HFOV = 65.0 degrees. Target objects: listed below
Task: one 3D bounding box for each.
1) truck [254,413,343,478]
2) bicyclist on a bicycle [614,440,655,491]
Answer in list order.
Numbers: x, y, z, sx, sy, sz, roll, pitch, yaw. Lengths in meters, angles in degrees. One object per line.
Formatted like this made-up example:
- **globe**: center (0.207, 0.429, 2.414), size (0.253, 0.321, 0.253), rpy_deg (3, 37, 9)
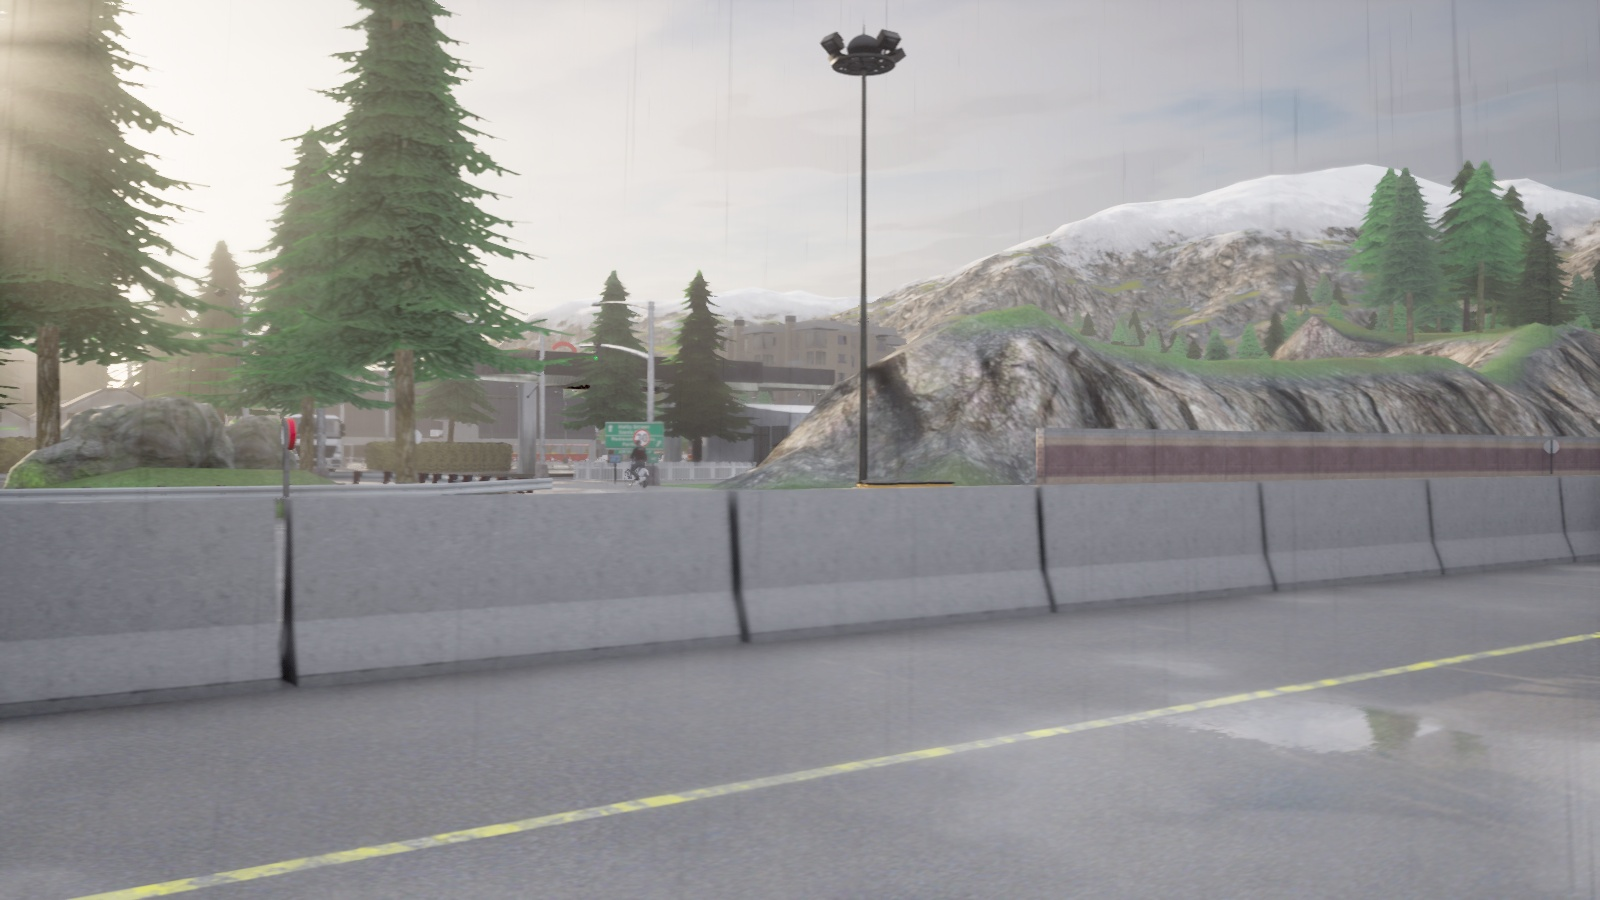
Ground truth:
- **truck**: center (-28.474, -0.181, 71.097), size (2.891, 3.462, 7.936), rpy_deg (0, -1, -35)
- **bicyclist on a bicycle**: center (-5.973, 0.543, 45.203), size (0.659, 1.776, 1.843), rpy_deg (0, 0, -36)
